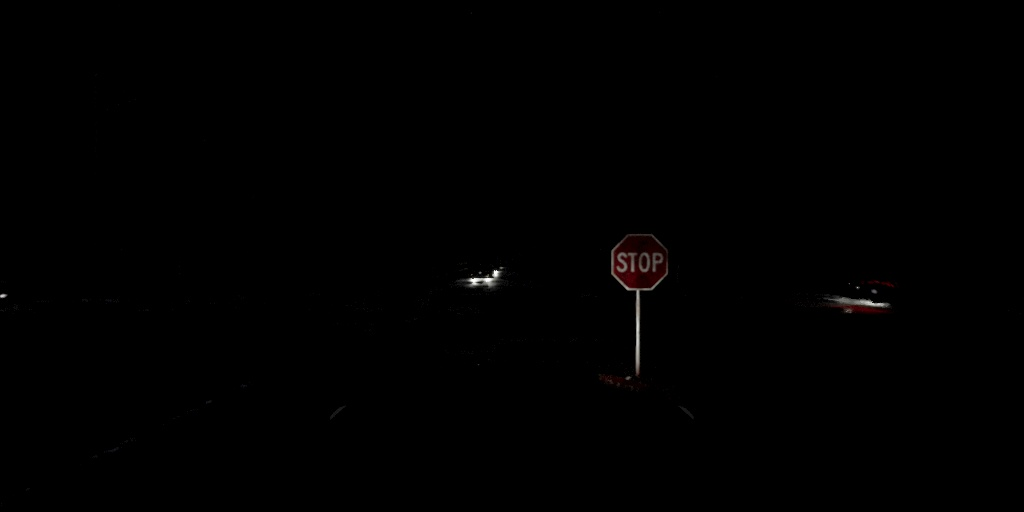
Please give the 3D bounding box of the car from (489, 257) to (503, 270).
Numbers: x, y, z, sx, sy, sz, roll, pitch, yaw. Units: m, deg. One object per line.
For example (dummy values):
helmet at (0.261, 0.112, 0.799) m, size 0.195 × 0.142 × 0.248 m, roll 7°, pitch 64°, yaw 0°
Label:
car at (-2.777, 1.218, 50.358) m, size 2.128 × 1.511 × 4.902 m, roll 0°, pitch 0°, yaw 0°

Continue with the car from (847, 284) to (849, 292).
car at (19.272, 1.318, 17.480) m, size 4.892 × 1.490 × 1.837 m, roll 0°, pitch 0°, yaw 0°

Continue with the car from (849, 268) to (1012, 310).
car at (17.181, 1.295, 14.563) m, size 5.008 × 1.535 × 1.882 m, roll 0°, pitch 0°, yaw 0°

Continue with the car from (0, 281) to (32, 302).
car at (-22.739, 1.295, 14.482) m, size 4.718 × 1.301 × 1.895 m, roll 0°, pitch 0°, yaw 0°

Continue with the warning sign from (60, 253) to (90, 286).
warning sign at (-24.147, 0.787, 19.783) m, size 1.060 × 1.860 × 1.300 m, roll 0°, pitch 0°, yaw 0°

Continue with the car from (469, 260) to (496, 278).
car at (-2.806, 1.316, 33.433) m, size 1.994 × 1.385 × 4.181 m, roll 0°, pitch 0°, yaw 0°
